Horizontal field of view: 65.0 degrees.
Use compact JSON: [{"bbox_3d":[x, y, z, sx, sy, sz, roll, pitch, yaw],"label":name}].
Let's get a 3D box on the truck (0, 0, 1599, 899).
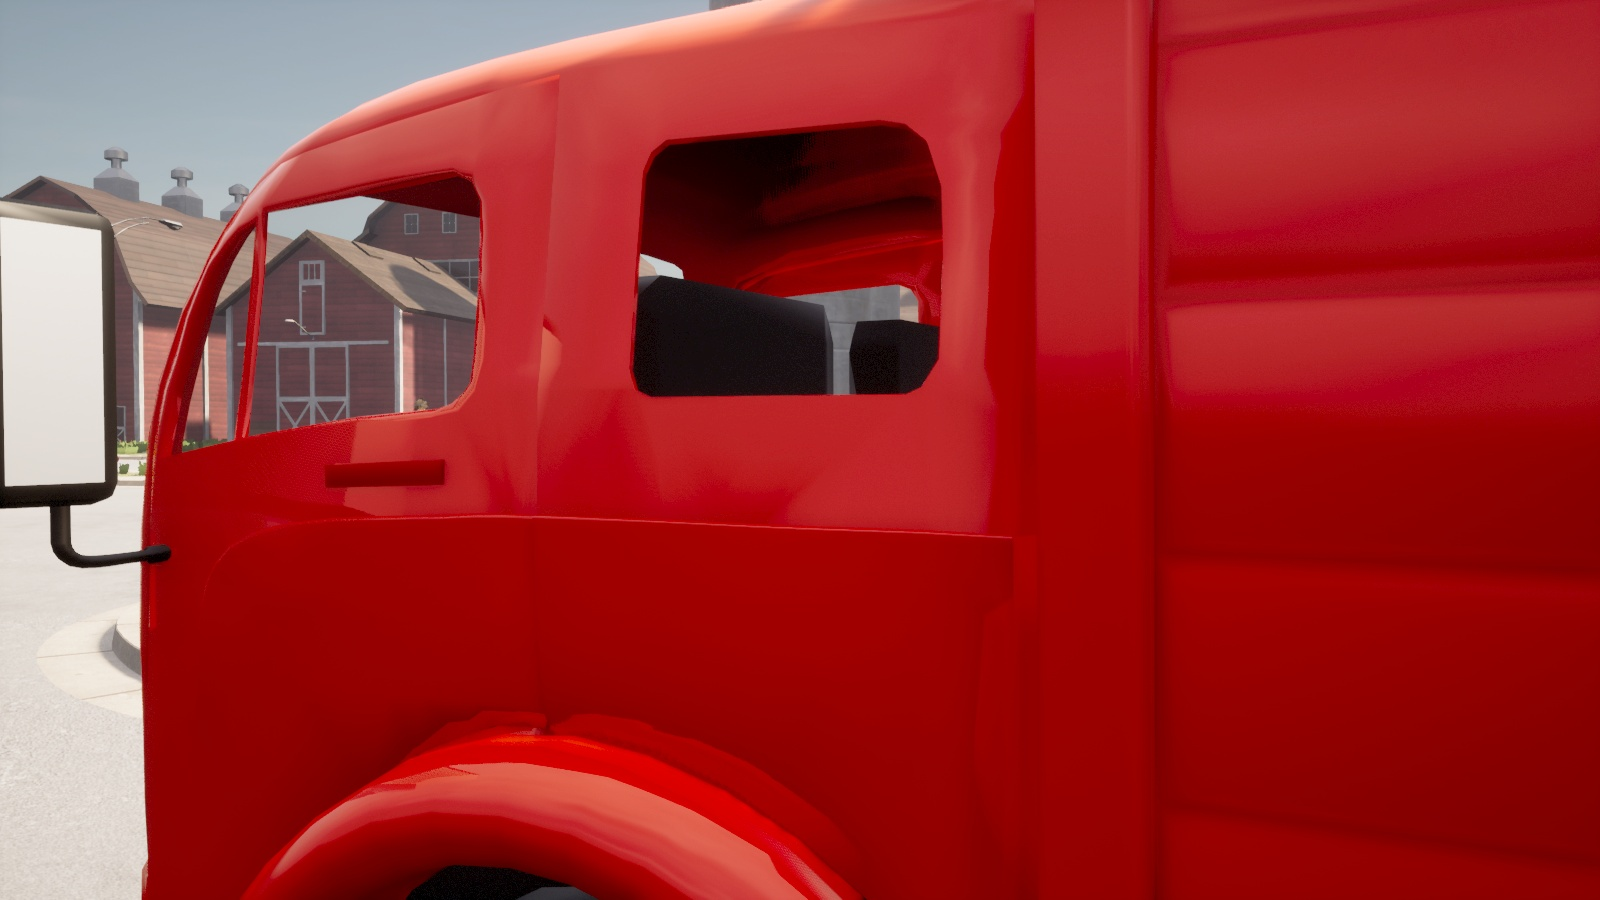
[{"bbox_3d":[1.405,0.307,1.755,5.204,2.467,2.627,1,1,28],"label":"truck"}]
